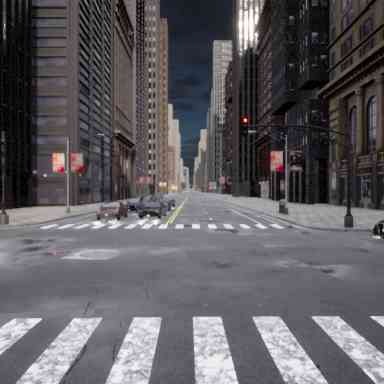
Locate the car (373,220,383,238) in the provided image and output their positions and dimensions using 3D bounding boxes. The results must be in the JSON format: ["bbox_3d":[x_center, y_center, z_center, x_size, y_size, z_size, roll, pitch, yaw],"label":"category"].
[{"bbox_3d":[10.101,1.401,14.264,4.181,1.385,1.994,-1,0,-7],"label":"car"}]

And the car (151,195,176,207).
[{"bbox_3d":[-3.398,1.467,39.250,2.128,1.511,4.902,0,0,0],"label":"car"}]

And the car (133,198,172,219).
[{"bbox_3d":[-3.362,1.532,29.511,2.033,1.411,5.357,0,0,4],"label":"car"}]

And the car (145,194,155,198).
[{"bbox_3d":[-6.662,1.470,47.422,1.837,1.490,4.892,0,1,0],"label":"car"}]

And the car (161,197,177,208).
[{"bbox_3d":[-3.420,1.511,49.802,2.033,1.411,5.357,0,0,0],"label":"car"}]

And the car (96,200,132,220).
[{"bbox_3d":[-6.635,1.511,28.077,1.812,1.442,4.674,0,0,0],"label":"car"}]

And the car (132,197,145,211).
[{"bbox_3d":[-6.649,1.578,37.185,1.895,1.301,4.718,0,0,0],"label":"car"}]

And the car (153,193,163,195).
[{"bbox_3d":[-6.599,1.151,63.522,2.150,2.045,5.566,0,0,0],"label":"car"}]
